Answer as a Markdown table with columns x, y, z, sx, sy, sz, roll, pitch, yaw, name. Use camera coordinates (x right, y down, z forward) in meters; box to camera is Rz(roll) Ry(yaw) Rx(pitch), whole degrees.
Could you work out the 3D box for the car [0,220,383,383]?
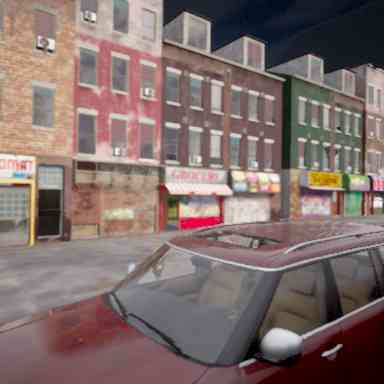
| x | y | z | sx | sy | sz | roll | pitch | yaw | name |
| --- | --- | --- | --- | --- | --- | --- | --- | --- | --- |
| 0.558 | 1.301 | 3.232 | 5.009 | 1.841 | 2.192 | 0 | 2 | -36 | car |
